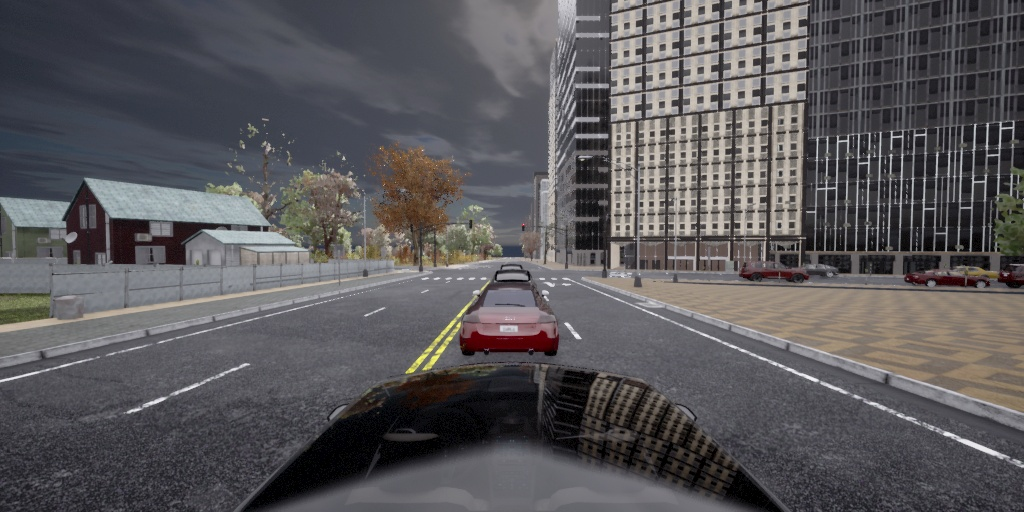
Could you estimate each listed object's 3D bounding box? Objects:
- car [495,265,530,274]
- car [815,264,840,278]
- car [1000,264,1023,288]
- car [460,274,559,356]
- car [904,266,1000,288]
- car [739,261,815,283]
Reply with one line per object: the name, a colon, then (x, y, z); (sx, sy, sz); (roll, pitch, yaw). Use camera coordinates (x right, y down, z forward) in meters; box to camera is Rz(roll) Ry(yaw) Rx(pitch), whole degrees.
car: (0.028, 1.251, 14.007); (1.837, 1.490, 4.892); (0, 0, 0)
car: (31.000, 1.469, 37.157); (4.403, 1.370, 2.007); (0, 0, 20)
car: (38.951, 1.531, 25.872); (5.009, 1.841, 2.192); (0, 0, 20)
car: (-0.033, 1.311, 8.622); (1.994, 1.385, 4.181); (0, 0, 1)
car: (33.626, 1.715, 27.814); (4.507, 1.381, 1.888); (0, 0, 20)
car: (22.974, 1.394, 31.698); (5.009, 1.841, 2.192); (0, 0, 20)
